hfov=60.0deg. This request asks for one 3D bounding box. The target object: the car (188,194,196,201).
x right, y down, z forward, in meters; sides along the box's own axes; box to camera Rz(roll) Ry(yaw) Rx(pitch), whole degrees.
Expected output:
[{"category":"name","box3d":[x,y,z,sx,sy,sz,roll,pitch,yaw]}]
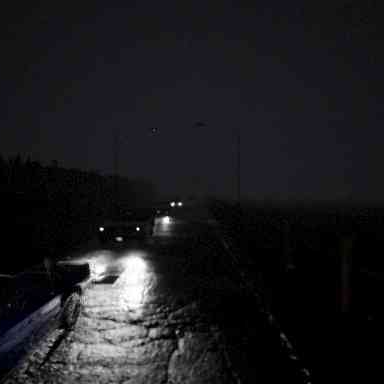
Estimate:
[{"category":"car","box3d":[0.007,1.127,72.526,2.128,1.511,4.902,0,0,0]}]

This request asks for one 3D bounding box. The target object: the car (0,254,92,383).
[{"category":"car","box3d":[-2.848,1.580,4.135,1.895,1.301,4.718,0,0,0]}]

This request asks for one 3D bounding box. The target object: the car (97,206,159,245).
[{"category":"car","box3d":[-2.841,1.531,15.283,1.895,1.301,4.718,0,0,0]}]

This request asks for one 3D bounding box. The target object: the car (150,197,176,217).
[{"category":"car","box3d":[-2.760,1.437,29.546,1.994,1.385,4.181,0,0,0]}]

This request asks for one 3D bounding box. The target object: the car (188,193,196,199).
[{"category":"car","box3d":[0.011,1.103,87.476,2.033,1.411,5.357,0,0,0]}]

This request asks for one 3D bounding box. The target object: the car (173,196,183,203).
[{"category":"car","box3d":[-2.777,1.338,61.502,1.994,1.385,4.181,0,0,1]}]
